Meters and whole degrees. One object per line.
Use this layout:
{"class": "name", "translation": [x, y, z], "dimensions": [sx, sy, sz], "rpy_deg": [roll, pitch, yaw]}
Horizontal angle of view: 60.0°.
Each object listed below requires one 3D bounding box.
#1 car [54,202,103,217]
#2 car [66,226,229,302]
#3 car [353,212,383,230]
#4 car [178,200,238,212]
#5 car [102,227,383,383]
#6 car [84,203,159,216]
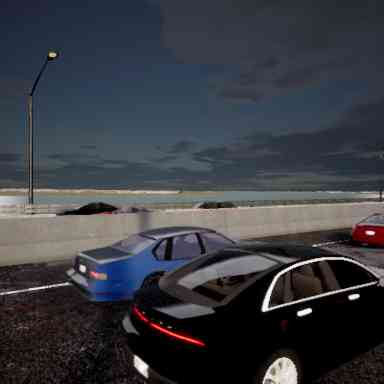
{"class": "car", "translation": [-7.469, 1.479, 24.456], "dimensions": [5.008, 1.535, 1.882], "rpy_deg": [0, 0, -35]}
{"class": "car", "translation": [-0.104, 1.548, 7.970], "dimensions": [5.357, 1.411, 2.033], "rpy_deg": [0, 0, -36]}
{"class": "car", "translation": [8.588, 1.566, 14.149], "dimensions": [4.181, 1.385, 1.994], "rpy_deg": [0, 0, -36]}
{"class": "car", "translation": [1.018, 1.355, 21.898], "dimensions": [4.553, 1.767, 2.097], "rpy_deg": [0, 0, -35]}
{"class": "car", "translation": [1.451, 1.506, 4.778], "dimensions": [4.892, 1.490, 1.837], "rpy_deg": [0, 0, -36]}
{"class": "car", "translation": [-4.447, 1.603, 22.314], "dimensions": [4.718, 1.301, 1.895], "rpy_deg": [0, 0, -35]}
